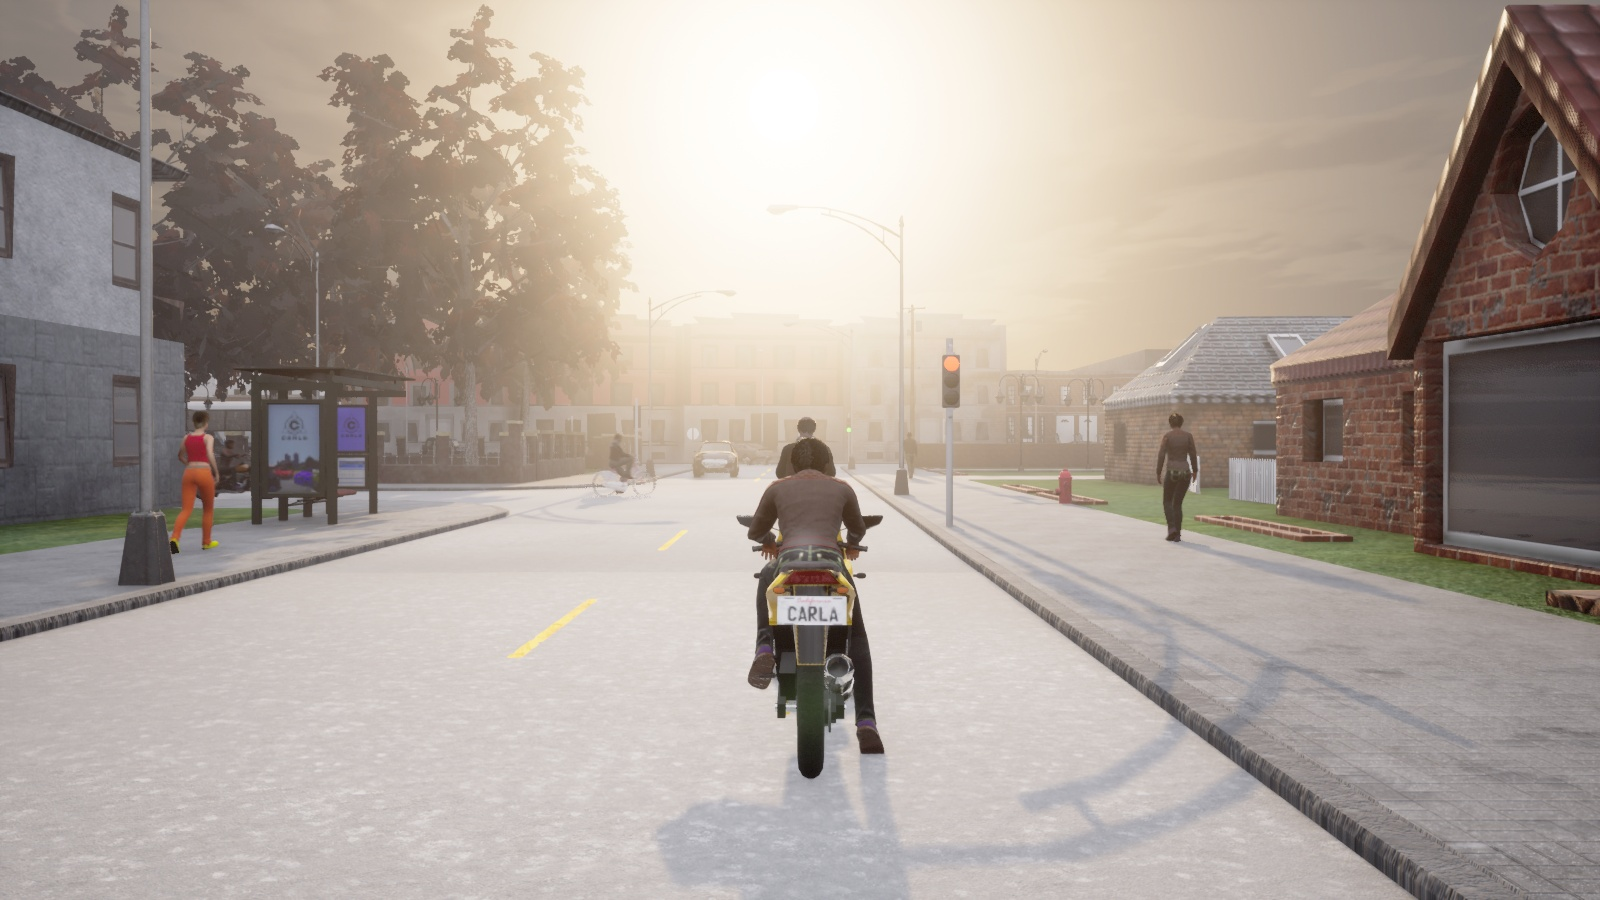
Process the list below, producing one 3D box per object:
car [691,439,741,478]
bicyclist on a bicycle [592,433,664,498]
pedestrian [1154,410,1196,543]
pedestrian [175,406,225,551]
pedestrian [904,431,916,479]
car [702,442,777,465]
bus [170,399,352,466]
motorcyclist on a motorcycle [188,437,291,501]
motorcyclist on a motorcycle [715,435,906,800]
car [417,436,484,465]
[{"bbox_3d":[-3.748,0.354,56.532,2.033,1.649,4.856,0,0,-1],"label":"car"},{"bbox_3d":[-4.757,0.417,34.757,1.843,1.776,0.659,0,-1,-27],"label":"bicyclist on a bicycle"},{"bbox_3d":[5.238,0.361,17.552,0.328,1.805,0.869,0,0,0],"label":"pedestrian"},{"bbox_3d":[-7.767,0.358,16.262,0.345,1.836,0.594,0,0,3],"label":"pedestrian"},{"bbox_3d":[4.264,0.182,48.723,0.431,1.840,0.703,0,0,0],"label":"pedestrian"},{"bbox_3d":[-4.085,0.221,84.718,4.902,1.511,2.128,0,0,40],"label":"car"},{"bbox_3d":[-35.270,-1.124,82.490,10.273,4.253,3.944,0,0,1],"label":"bus"},{"bbox_3d":[-14.760,0.498,33.103,2.350,1.649,0.766,0,0,0],"label":"motorcyclist on a motorcycle"},{"bbox_3d":[0.049,0.693,6.256,0.797,1.523,2.044,0,0,0],"label":"motorcyclist on a motorcycle"},{"bbox_3d":[-22.915,0.058,82.453,3.866,1.878,1.905,0,0,1],"label":"car"}]
